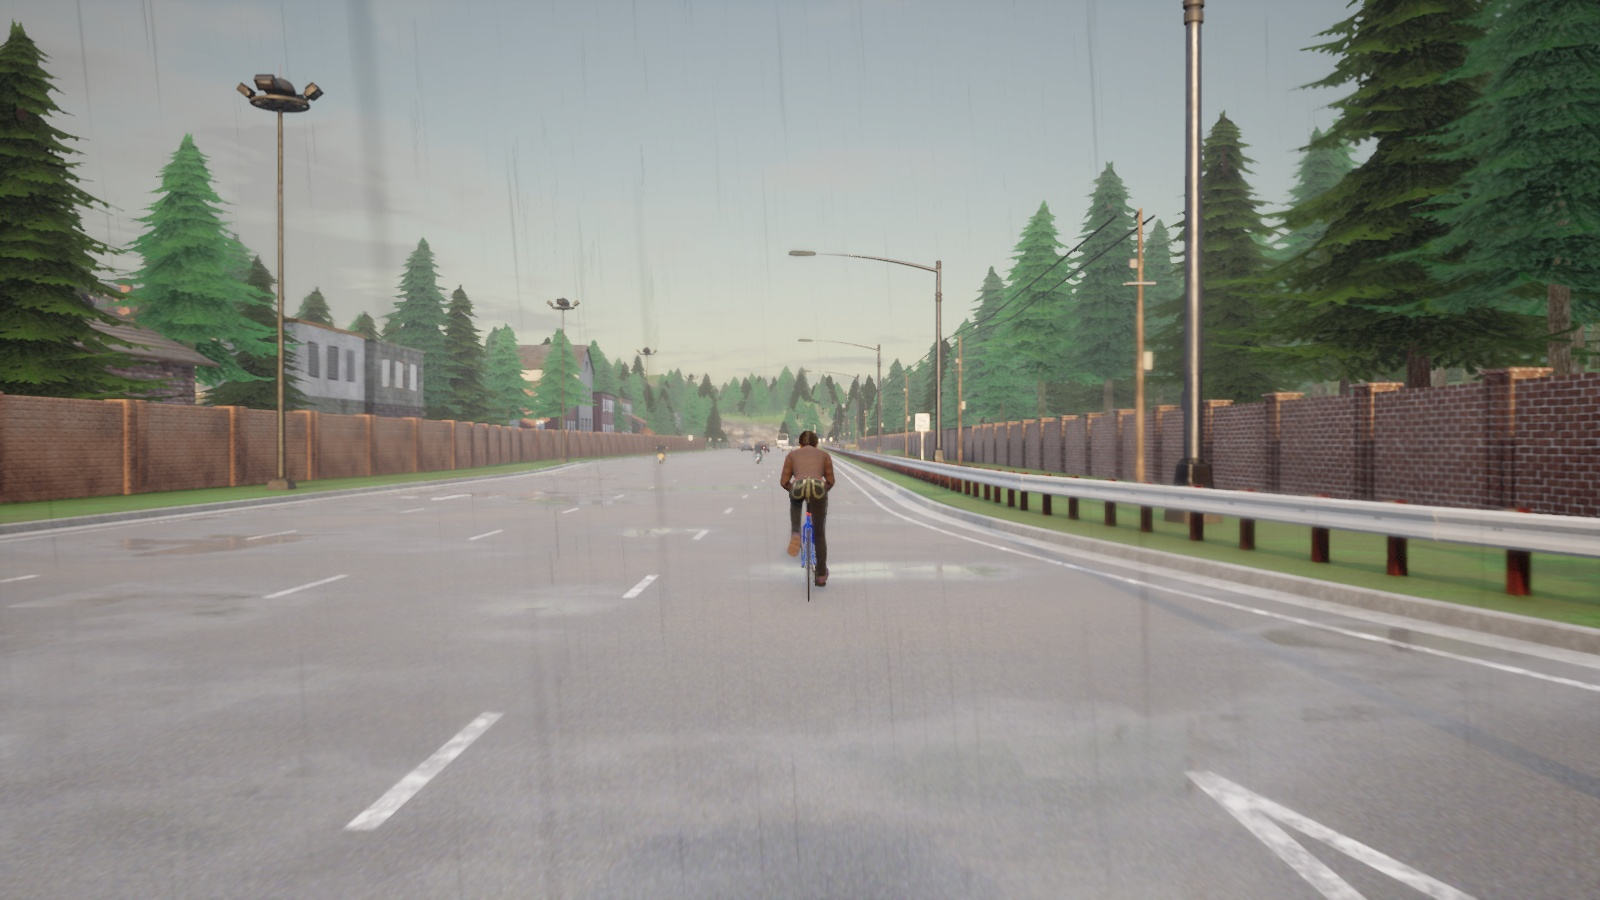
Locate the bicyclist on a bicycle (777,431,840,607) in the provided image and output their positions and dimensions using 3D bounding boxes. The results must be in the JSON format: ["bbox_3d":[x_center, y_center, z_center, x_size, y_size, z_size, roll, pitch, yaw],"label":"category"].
[{"bbox_3d":[0.085,0.634,12.379,0.582,1.620,1.656,0,0,0],"label":"bicyclist on a bicycle"}]
